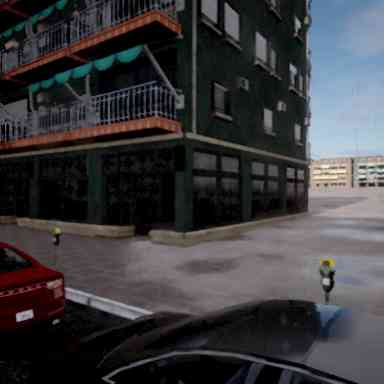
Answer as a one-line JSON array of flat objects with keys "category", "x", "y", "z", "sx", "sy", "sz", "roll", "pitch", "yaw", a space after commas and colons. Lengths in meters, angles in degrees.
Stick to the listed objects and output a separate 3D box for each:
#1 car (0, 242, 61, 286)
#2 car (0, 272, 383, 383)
[{"category": "car", "x": -4.053, "y": 1.508, "z": 5.750, "sx": 4.507, "sy": 1.381, "sz": 1.887, "roll": 0, "pitch": 0, "yaw": 35}, {"category": "car", "x": 0.543, "y": 1.561, "z": 2.488, "sx": 4.313, "sy": 1.339, "sz": 1.947, "roll": 0, "pitch": 0, "yaw": 35}]
